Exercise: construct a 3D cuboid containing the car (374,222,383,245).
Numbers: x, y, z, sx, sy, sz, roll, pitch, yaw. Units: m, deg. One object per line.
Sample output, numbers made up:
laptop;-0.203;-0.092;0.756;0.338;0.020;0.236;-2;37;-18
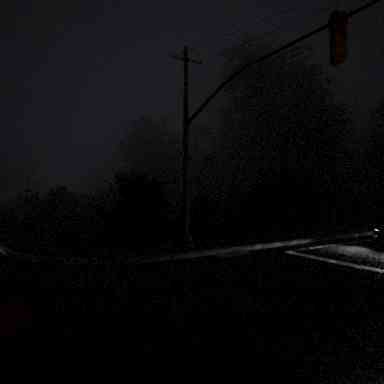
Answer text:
car;9.551;1.391;13.606;4.892;1.490;1.837;-1;1;-27
